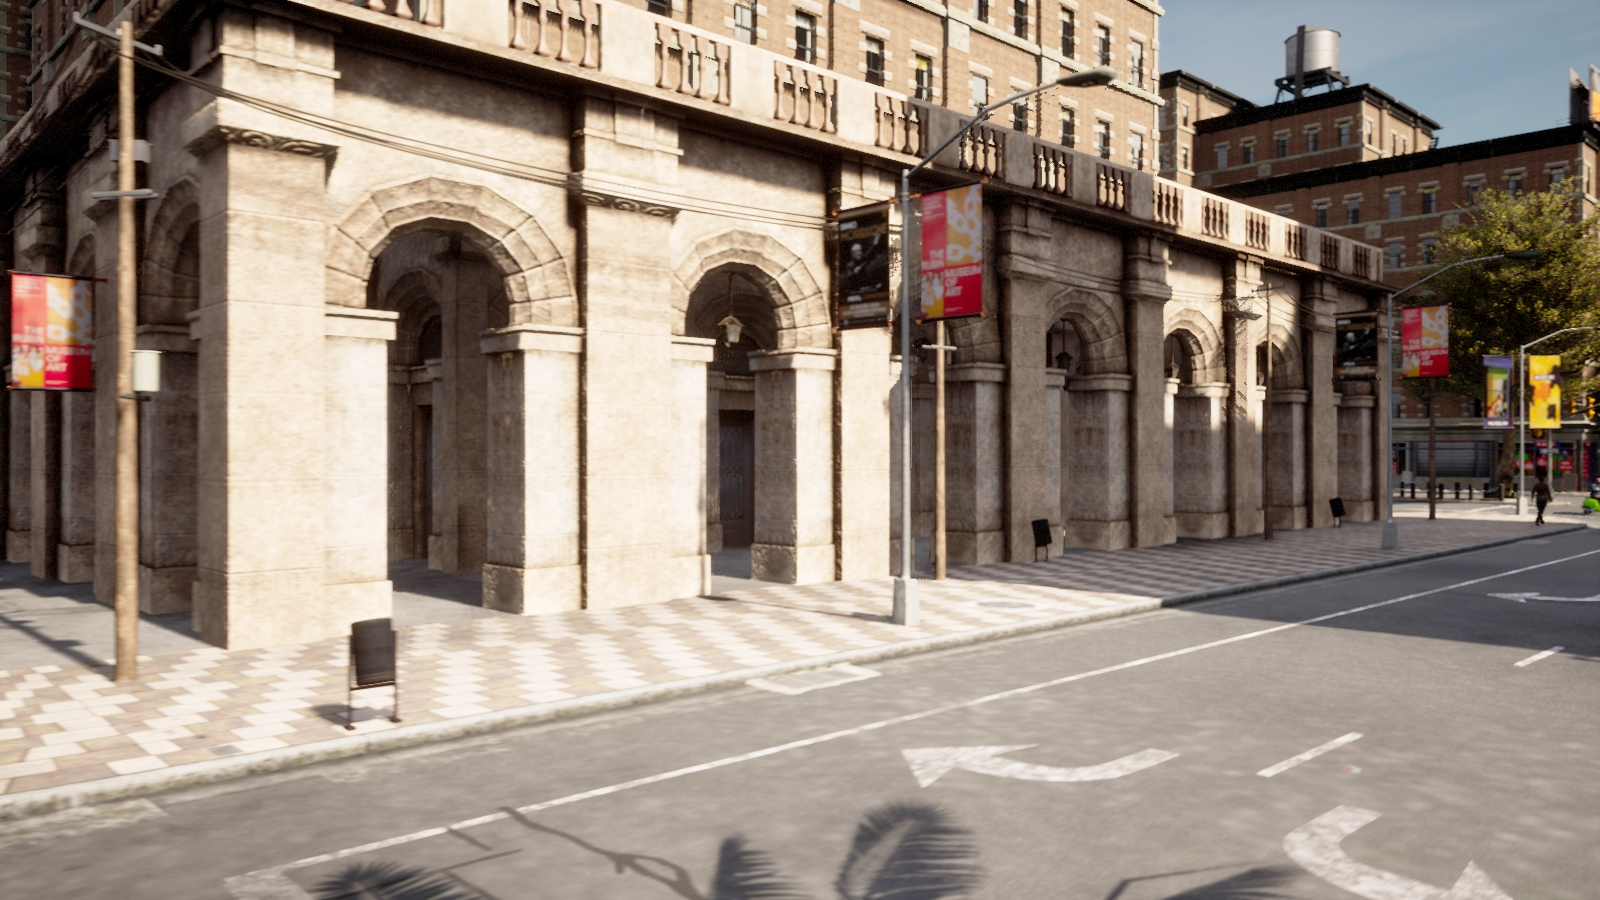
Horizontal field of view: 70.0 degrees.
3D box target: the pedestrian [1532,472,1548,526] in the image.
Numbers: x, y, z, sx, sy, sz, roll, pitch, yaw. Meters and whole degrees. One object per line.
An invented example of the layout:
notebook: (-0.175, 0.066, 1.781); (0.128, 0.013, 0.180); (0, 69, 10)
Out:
pedestrian: (25.658, 1.704, 39.613); (0.375, 1.860, 0.375); (0, 0, -42)
